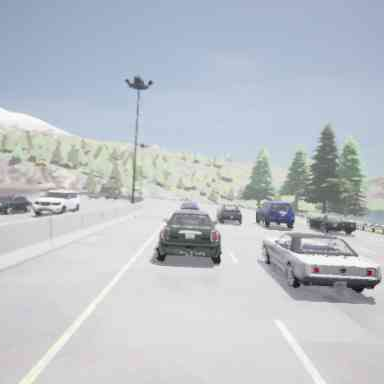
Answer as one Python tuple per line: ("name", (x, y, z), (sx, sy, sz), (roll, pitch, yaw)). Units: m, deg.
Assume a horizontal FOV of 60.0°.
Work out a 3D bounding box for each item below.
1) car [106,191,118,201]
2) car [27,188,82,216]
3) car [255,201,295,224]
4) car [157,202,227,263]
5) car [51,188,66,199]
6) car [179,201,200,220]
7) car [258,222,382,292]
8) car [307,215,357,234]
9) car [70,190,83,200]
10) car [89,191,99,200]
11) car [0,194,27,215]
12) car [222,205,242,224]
("car", (-16.976, 0.738, 70.131), (2.150, 2.045, 5.566), (3, 0, -16))
("car", (-10.894, 0.867, 27.319), (2.150, 2.045, 5.566), (3, -1, -1))
("car", (6.799, 1.808, 27.654), (2.150, 2.045, 5.566), (3, 0, -1))
("car", (-0.078, 1.450, 12.698), (2.097, 1.767, 4.553), (3, -1, 0))
("car", (-27.354, 0.259, 68.174), (2.150, 2.045, 5.566), (3, 0, -16))
("car", (-0.311, 1.724, 32.434), (1.882, 1.535, 5.008), (3, 0, -2))
("car", (3.424, 1.863, 9.885), (1.895, 1.301, 4.718), (3, 0, 0))
("car", (10.296, 2.349, 24.936), (1.895, 1.301, 4.718), (3, 0, 0))
("car", (-24.053, 0.569, 69.310), (2.097, 1.767, 4.553), (3, 0, -16))
("car", (-20.333, 0.686, 69.135), (2.097, 1.767, 4.553), (3, 0, -16))
("car", (-14.401, 0.956, 26.143), (1.837, 1.490, 4.892), (3, -1, -1))
("car", (3.252, 1.905, 29.592), (2.128, 1.511, 4.902), (3, 0, -1))
